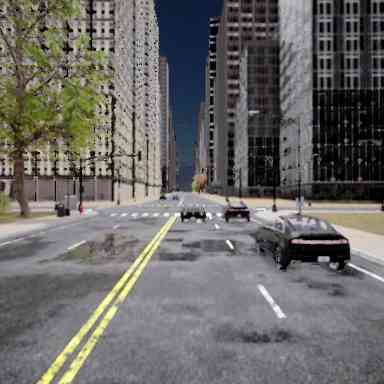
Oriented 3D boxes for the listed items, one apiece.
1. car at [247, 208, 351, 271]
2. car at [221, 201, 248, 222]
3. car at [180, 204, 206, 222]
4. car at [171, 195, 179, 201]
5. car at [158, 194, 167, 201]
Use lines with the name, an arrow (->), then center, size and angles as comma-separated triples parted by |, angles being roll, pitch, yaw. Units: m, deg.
car -> 3.348, 1.488, 10.863 | 2.128, 1.511, 4.902 | 0, 0, 0
car -> 3.349, 1.475, 25.950 | 2.128, 1.511, 4.902 | 0, 0, 0
car -> 0.098, 1.585, 26.103 | 1.895, 1.301, 4.718 | 0, 0, 0
car -> -4.193, 1.376, 84.403 | 1.882, 1.535, 5.008 | 0, 0, -1
car -> -7.442, 1.397, 84.348 | 1.837, 1.490, 4.892 | 0, 0, -1
